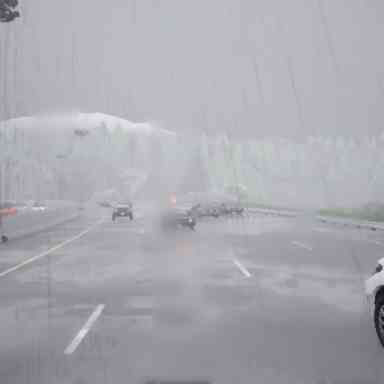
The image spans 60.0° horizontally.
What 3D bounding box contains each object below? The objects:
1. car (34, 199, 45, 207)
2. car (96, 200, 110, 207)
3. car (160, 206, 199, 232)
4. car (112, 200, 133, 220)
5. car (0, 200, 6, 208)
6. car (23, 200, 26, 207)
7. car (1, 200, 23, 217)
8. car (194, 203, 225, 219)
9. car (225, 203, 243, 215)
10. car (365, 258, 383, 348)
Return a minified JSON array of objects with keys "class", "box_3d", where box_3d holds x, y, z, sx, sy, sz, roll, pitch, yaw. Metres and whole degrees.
[{"class":"car","box_3d":[-31.453,2.267,68.614,2.128,1.511,4.902,-1,0,-27]},{"class":"car","box_3d":[-16.923,2.148,63.097,1.994,1.385,4.181,0,-1,-25]},{"class":"car","box_3d":[-1.026,1.741,21.466,1.895,1.301,4.718,-1,0,-9]},{"class":"car","box_3d":[-6.664,1.798,31.842,1.812,1.442,4.674,0,-1,-12]},{"class":"car","box_3d":[-38.368,2.364,66.673,1.812,1.442,4.674,-1,0,-29]},{"class":"car","box_3d":[-34.500,2.325,66.892,1.994,1.385,4.181,-1,0,-27]},{"class":"car","box_3d":[-17.263,1.743,29.927,2.097,1.767,4.553,-1,0,-12]},{"class":"car","box_3d":[1.061,1.719,31.036,2.033,1.411,5.357,-1,0,-13]},{"class":"car","box_3d":[3.657,1.764,35.074,1.895,1.301,4.718,-1,0,-13]},{"class":"car","box_3d":[3.757,1.192,2.679,2.150,2.045,5.566,0,0,-2]}]
